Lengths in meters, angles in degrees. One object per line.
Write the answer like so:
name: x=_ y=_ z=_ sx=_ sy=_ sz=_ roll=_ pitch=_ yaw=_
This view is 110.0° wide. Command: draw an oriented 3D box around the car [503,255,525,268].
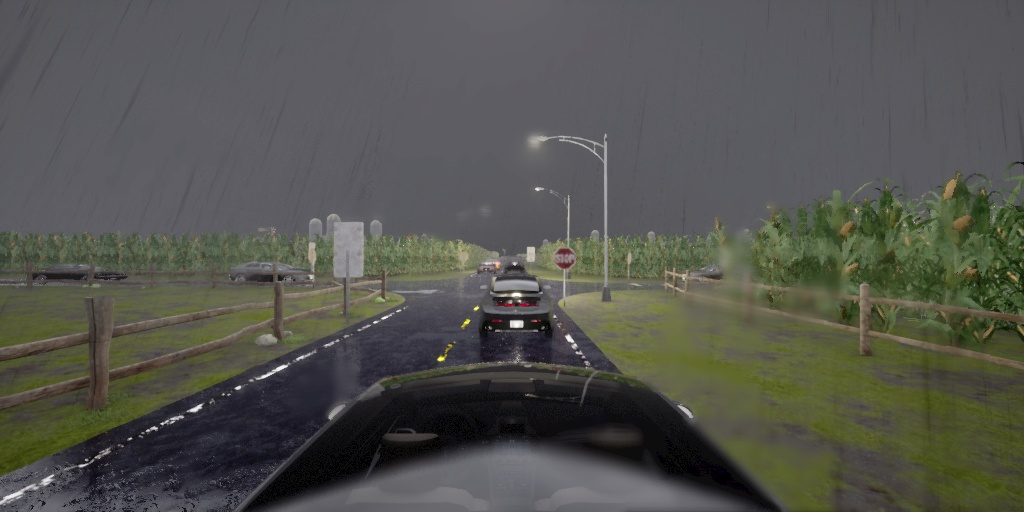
car: x=0.238 y=0.961 z=40.142 sx=2.150 sy=2.045 sz=5.566 roll=0 pitch=0 yaw=-1

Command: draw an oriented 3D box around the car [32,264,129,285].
car: x=-28.211 y=1.183 z=23.433 sx=4.718 sy=1.301 sz=1.895 roll=0 pitch=-1 yaw=1

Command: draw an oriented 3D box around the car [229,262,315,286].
car: x=-15.513 y=1.142 z=23.329 sx=4.902 sy=1.511 sz=2.128 roll=0 pitch=-1 yaw=-1

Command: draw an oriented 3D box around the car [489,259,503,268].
car: x=-2.753 y=1.216 z=61.291 sx=2.128 sy=1.511 sz=4.902 roll=0 pitch=0 yaw=0

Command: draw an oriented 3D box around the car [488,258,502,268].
car: x=-2.777 y=1.086 z=50.982 sx=2.097 sy=1.767 sz=4.553 roll=0 pitch=0 yaw=0

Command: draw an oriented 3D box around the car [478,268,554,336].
car: x=0.107 y=1.256 z=10.408 sx=1.837 sy=1.490 sz=4.892 roll=0 pitch=0 yaw=0

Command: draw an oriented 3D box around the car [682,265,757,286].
car: x=14.874 y=1.361 z=25.897 sx=4.902 sy=1.511 sz=2.128 roll=0 pitch=-1 yaw=1

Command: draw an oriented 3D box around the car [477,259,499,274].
car: x=-2.802 y=1.304 z=40.892 sx=1.994 sy=1.385 sz=4.181 roll=0 pitch=0 yaw=0
